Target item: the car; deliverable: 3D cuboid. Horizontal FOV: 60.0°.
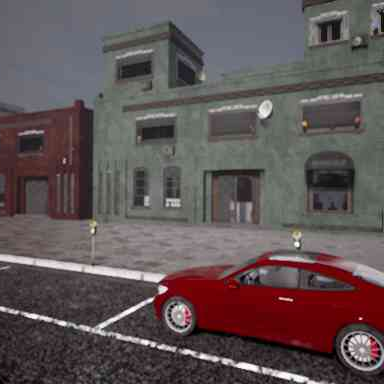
[{"bbox_3d":[1.388,1.593,5.290,4.206,1.307,1.802,0,0,26],"label":"car"}]
